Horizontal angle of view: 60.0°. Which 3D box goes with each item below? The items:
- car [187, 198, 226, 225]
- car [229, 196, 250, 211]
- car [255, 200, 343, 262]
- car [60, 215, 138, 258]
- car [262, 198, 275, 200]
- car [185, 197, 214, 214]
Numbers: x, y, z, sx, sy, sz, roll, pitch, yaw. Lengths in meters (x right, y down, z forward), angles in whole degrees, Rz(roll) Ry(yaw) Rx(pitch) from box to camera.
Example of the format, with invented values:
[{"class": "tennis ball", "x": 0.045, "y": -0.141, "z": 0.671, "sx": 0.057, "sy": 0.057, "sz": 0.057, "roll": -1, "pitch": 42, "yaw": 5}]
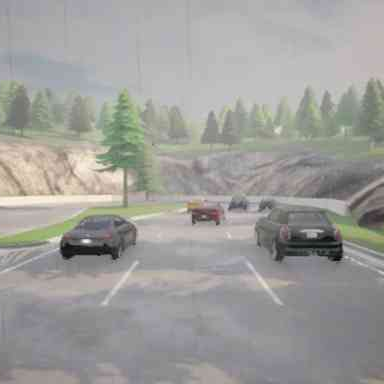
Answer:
[{"class": "car", "x": 1.279, "y": 1.427, "z": 23.916, "sx": 1.882, "sy": 1.535, "sz": 5.008, "roll": 0, "pitch": 0, "yaw": 12}, {"class": "car", "x": 5.751, "y": 1.266, "z": 40.233, "sx": 2.097, "sy": 1.767, "sz": 4.553, "roll": 0, "pitch": 0, "yaw": 15}, {"class": "car", "x": 3.664, "y": 1.326, "z": 12.204, "sx": 2.097, "sy": 1.767, "sz": 4.553, "roll": 0, "pitch": 0, "yaw": 1}, {"class": "car", "x": -3.331, "y": 1.537, "z": 12.588, "sx": 1.994, "sy": 1.385, "sz": 4.181, "roll": 0, "pitch": 0, "yaw": 1}, {"class": "car", "x": 8.508, "y": 1.426, "z": 37.090, "sx": 1.837, "sy": 1.490, "sz": 4.892, "roll": 0, "pitch": 0, "yaw": 16}, {"class": "car", "x": 0.910, "y": 1.401, "z": 35.946, "sx": 1.882, "sy": 1.535, "sz": 5.008, "roll": 0, "pitch": 0, "yaw": 16}]
